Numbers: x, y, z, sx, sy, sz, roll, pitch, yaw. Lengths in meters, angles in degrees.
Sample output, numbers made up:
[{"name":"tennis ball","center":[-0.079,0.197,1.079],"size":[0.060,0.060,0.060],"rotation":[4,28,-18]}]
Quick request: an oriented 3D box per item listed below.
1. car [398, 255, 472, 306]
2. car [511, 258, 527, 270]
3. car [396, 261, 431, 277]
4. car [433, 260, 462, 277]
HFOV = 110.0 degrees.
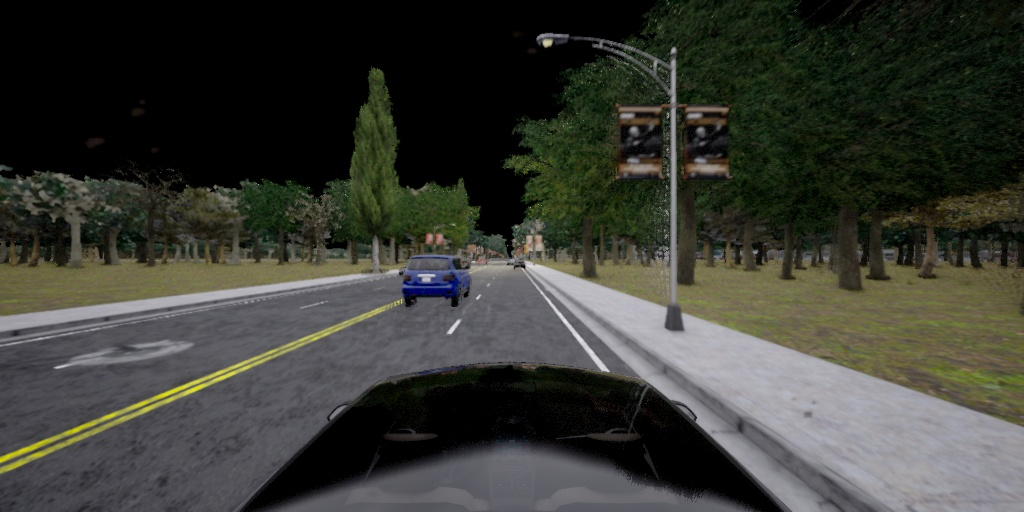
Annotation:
[{"name":"car","center":[-3.149,0.973,15.890],"size":[2.150,2.045,5.566],"rotation":[0,0,0]},{"name":"car","center":[1.139,1.260,53.692],"size":[1.837,1.490,4.892],"rotation":[0,0,0]},{"name":"car","center":[-9.844,1.301,36.153],"size":[2.033,1.411,5.357],"rotation":[0,0,0]},{"name":"car","center":[-6.588,1.245,37.211],"size":[2.128,1.511,4.902],"rotation":[0,0,0]}]
